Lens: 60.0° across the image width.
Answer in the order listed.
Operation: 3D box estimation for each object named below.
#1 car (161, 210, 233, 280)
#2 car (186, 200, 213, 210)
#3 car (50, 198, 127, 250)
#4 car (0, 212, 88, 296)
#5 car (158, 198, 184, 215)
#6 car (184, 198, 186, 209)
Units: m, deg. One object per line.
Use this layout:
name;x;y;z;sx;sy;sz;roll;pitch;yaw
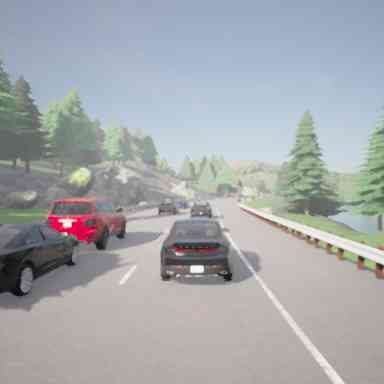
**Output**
car;0.137;1.532;10.062;1.837;1.490;4.892;0;0;1
car;0.889;1.569;30.063;2.128;1.511;4.902;0;0;3
car;-4.474;1.295;14.823;2.150;2.045;5.566;0;0;1
car;-4.575;1.532;8.805;1.882;1.535;5.008;0;0;0
car;-2.422;1.604;35.582;2.128;1.511;4.902;0;0;4
car;-1.585;1.622;48.635;1.882;1.535;5.008;0;0;6
